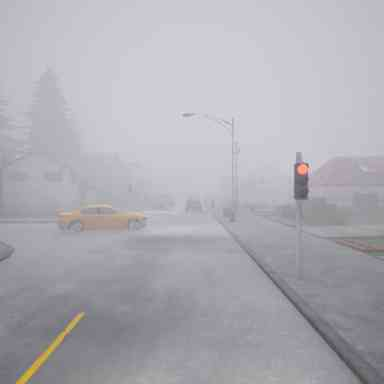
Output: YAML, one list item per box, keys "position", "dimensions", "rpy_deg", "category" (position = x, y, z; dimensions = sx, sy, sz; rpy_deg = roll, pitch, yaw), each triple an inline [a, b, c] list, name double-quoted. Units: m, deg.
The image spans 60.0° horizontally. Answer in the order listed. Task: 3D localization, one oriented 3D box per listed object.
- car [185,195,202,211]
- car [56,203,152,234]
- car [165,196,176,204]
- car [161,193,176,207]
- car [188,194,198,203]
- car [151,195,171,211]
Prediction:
- position: [0.166, 1.491, 40.939]
  dimensions: [2.128, 1.511, 4.902]
  rpy_deg: [0, 0, 0]
  category: "car"
- position: [-5.115, 1.477, 19.132]
  dimensions: [5.008, 1.535, 1.882]
  rpy_deg: [0, 1, -19]
  category: "car"
- position: [-3.979, 1.525, 62.143]
  dimensions: [1.812, 1.442, 4.674]
  rpy_deg: [0, 0, 0]
  category: "car"
- position: [-4.028, 1.221, 51.798]
  dimensions: [2.150, 2.045, 5.566]
  rpy_deg: [0, 0, 0]
  category: "car"
- position: [0.192, 1.352, 67.659]
  dimensions: [2.097, 1.767, 4.553]
  rpy_deg: [0, 0, 0]
  category: "car"
- position: [-4.043, 1.505, 41.749]
  dimensions: [1.837, 1.490, 4.892]
  rpy_deg: [0, 0, 0]
  category: "car"
